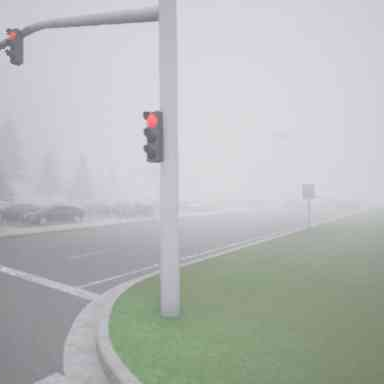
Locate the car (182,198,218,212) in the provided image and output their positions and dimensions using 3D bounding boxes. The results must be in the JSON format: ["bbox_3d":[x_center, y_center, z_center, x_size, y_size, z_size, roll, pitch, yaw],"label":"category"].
[{"bbox_3d":[1.120,1.796,43.212,1.812,1.442,4.674,-1,-1,35],"label":"car"}]

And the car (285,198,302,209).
[{"bbox_3d":[15.298,1.673,49.229,2.128,1.511,4.902,-1,0,36],"label":"car"}]

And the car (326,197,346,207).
[{"bbox_3d":[24.072,1.621,55.478,1.882,1.535,5.008,-1,0,36],"label":"car"}]

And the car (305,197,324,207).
[{"bbox_3d":[21.252,1.660,57.550,1.882,1.535,5.008,-1,0,36],"label":"car"}]

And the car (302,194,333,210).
[{"bbox_3d":[17.973,1.364,46.954,2.150,2.045,5.566,-1,0,38],"label":"car"}]

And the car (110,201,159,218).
[{"bbox_3d":[-5.699,1.832,33.424,1.994,1.385,4.181,-1,0,34],"label":"car"}]

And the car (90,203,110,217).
[{"bbox_3d":[-8.254,1.908,35.872,1.895,1.301,4.718,-1,0,35],"label":"car"}]

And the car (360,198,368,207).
[{"bbox_3d":[26.893,1.652,53.406,2.033,1.411,5.357,-1,0,36],"label":"car"}]

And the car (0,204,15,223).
[{"bbox_3d":[-13.485,1.906,28.344,1.895,1.301,4.718,-1,0,35],"label":"car"}]

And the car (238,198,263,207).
[{"bbox_3d":[10.394,1.765,56.263,2.128,1.511,4.902,-1,-1,36],"label":"car"}]

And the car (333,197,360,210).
[{"bbox_3d":[21.100,1.668,45.304,1.994,1.385,4.181,-1,0,36],"label":"car"}]

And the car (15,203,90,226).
[{"bbox_3d":[-10.783,1.771,26.102,1.837,1.490,4.892,-1,0,35],"label":"car"}]

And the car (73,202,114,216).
[{"bbox_3d":[-11.127,1.910,37.882,1.994,1.385,4.181,-1,0,34],"label":"car"}]

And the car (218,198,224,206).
[{"bbox_3d":[4.555,1.828,60.136,1.882,1.535,5.008,-1,-1,36],"label":"car"}]

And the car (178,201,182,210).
[{"bbox_3d":[-0.902,1.873,46.426,1.994,1.385,4.181,-1,0,35],"label":"car"}]

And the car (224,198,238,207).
[{"bbox_3d":[8.263,1.832,59.278,2.128,1.511,4.902,-1,0,36],"label":"car"}]
